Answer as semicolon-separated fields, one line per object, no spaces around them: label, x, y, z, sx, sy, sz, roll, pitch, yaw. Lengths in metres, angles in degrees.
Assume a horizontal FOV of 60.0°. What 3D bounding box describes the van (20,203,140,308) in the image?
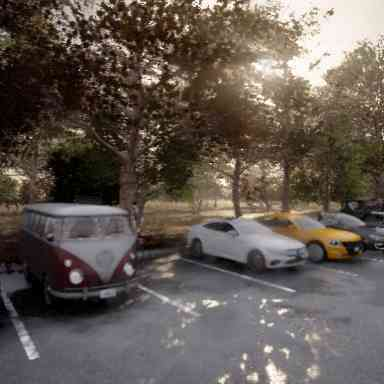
van;-2.817;1.278;7.906;1.878;1.987;4.442;1;0;-36

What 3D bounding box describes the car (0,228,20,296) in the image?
car;-5.135;1.222;6.360;2.435;2.045;5.566;1;0;-36

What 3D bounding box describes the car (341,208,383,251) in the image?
car;6.176;1.627;14.476;2.231;1.521;4.892;1;0;-36

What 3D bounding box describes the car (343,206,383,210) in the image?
car;8.428;1.685;16.111;2.163;1.488;4.792;1;0;-35

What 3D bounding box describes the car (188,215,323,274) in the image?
car;1.644;1.606;11.237;2.002;1.452;4.674;1;0;-36

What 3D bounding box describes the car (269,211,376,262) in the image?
car;3.910;1.596;12.857;2.097;1.535;5.008;1;0;-36

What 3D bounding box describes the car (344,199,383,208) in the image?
car;10.732;1.434;17.686;2.435;2.045;5.566;1;0;-36
